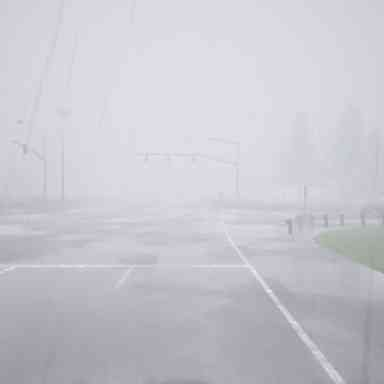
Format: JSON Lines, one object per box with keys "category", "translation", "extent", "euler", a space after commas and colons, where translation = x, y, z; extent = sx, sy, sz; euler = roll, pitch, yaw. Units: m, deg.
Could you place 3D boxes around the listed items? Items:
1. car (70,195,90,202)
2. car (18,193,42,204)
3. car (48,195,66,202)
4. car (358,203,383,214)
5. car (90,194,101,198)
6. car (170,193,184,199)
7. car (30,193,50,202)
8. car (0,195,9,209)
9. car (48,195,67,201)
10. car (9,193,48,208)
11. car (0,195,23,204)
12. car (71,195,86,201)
{"category": "car", "translation": [-21.154, 1.275, 62.111], "extent": [1.812, 1.442, 4.674], "euler": [0, 0, 0]}
{"category": "car", "translation": [-28.156, 1.120, 57.977], "extent": [2.097, 1.767, 4.553], "euler": [0, 0, 0]}
{"category": "car", "translation": [-28.147, 1.270, 69.510], "extent": [1.994, 1.385, 4.181], "euler": [0, 0, 0]}
{"category": "car", "translation": [17.360, 1.386, 29.326], "extent": [4.902, 1.511, 2.128], "euler": [0, 0, 8]}
{"category": "car", "translation": [-21.199, 1.205, 72.267], "extent": [1.837, 1.490, 4.892], "euler": [0, 0, 0]}
{"category": "car", "translation": [-3.937, 0.959, 95.174], "extent": [2.097, 1.767, 4.553], "euler": [0, 0, -18]}
{"category": "car", "translation": [-31.645, 1.073, 69.219], "extent": [2.097, 1.767, 4.553], "euler": [0, 0, 0]}
{"category": "car", "translation": [-24.674, 1.312, 42.808], "extent": [1.882, 1.535, 5.008], "euler": [0, 0, 0]}
{"category": "car", "translation": [-24.644, 1.302, 60.912], "extent": [2.033, 1.411, 5.357], "euler": [0, 0, 0]}
{"category": "car", "translation": [-21.175, 1.184, 43.283], "extent": [2.097, 1.767, 4.553], "euler": [0, 0, 0]}
{"category": "car", "translation": [-31.647, 1.262, 57.598], "extent": [2.128, 1.511, 4.902], "euler": [0, 0, 0]}
{"category": "car", "translation": [-24.701, 1.299, 72.575], "extent": [1.895, 1.301, 4.718], "euler": [0, 0, -3]}
